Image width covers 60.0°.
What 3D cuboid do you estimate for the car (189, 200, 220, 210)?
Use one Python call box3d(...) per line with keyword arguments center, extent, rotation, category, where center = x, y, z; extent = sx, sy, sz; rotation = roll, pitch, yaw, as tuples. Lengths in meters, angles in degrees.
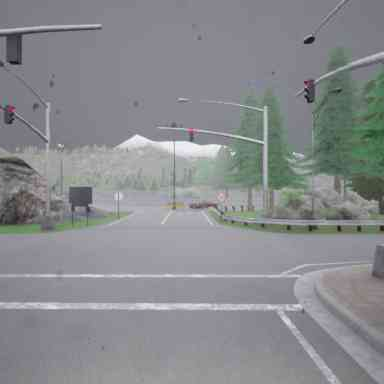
box3d(center=(1.876, 1.799, 46.481), extent=(1.895, 1.301, 4.718), rotation=(0, 0, 43), category="car")
